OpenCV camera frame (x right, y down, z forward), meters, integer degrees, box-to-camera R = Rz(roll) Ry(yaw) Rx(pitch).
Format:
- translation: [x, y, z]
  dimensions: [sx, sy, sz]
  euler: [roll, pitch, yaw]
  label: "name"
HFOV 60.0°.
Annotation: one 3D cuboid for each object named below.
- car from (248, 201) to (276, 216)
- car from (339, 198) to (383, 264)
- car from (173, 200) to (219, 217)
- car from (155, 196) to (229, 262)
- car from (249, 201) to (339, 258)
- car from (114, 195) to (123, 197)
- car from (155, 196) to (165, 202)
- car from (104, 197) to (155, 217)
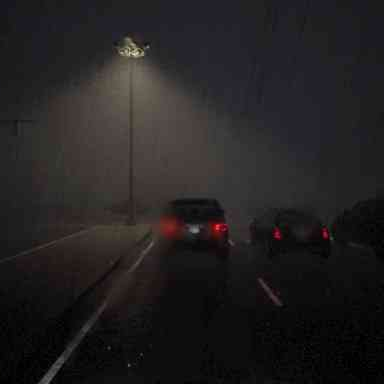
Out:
- translation: [7.084, 1.625, 33.897]
  dimensions: [1.994, 1.385, 4.181]
  euler: [0, 0, 0]
  label: "car"
- translation: [7.075, 1.238, 12.056]
  dimensions: [2.150, 2.045, 5.566]
  euler: [0, -1, 0]
  label: "car"
- translation: [0.330, 1.564, 32.507]
  dimensions: [1.837, 1.490, 4.892]
  euler: [2, -1, -38]
  label: "car"
- translation: [0.077, 1.240, 12.365]
  dimensions: [2.150, 2.045, 5.566]
  euler: [0, -1, 0]
  label: "car"
- translation: [3.576, 1.377, 12.923]
  dimensions: [2.097, 1.767, 4.553]
  euler: [0, 0, 0]
  label: "car"
- translation: [-15.020, 1.478, 67.300]
  dimensions: [2.097, 1.767, 4.553]
  euler: [0, 0, 0]
  label: "car"
- translation: [-8.022, 1.746, 83.240]
  dimensions: [1.895, 1.301, 4.718]
  euler: [0, 0, 0]
  label: "car"
- translation: [-6.271, 1.536, 32.307]
  dimensions: [5.008, 1.535, 1.882]
  euler: [0, -1, 28]
  label: "car"
